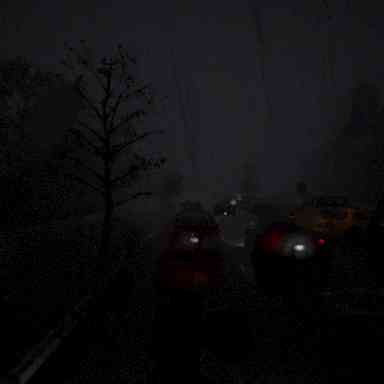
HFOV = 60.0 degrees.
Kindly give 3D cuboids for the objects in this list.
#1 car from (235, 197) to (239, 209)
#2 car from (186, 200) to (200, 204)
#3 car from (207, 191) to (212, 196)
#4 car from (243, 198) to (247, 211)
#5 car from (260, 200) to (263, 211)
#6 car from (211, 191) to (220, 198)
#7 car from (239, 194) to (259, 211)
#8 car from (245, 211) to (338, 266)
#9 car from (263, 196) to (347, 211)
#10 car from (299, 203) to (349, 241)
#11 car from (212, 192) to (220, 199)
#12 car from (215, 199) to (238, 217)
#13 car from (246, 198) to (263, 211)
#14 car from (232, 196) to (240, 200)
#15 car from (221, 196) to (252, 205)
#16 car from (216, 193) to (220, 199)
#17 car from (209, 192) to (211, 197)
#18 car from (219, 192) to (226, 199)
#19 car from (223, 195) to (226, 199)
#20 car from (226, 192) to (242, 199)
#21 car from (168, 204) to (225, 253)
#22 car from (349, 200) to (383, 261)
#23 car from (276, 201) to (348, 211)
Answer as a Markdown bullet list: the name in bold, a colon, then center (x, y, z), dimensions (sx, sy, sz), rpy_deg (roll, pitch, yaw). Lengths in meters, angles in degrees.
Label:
- **car**: center (8.076, 1.655, 40.356), dimensions (4.674, 1.452, 2.002), rpy_deg (1, 0, -20)
- **car**: center (0.102, 1.597, 34.389), dimensions (2.128, 1.511, 4.902), rpy_deg (0, 0, 0)
- **car**: center (8.056, 0.941, 94.313), dimensions (5.566, 2.045, 2.435), rpy_deg (1, 1, -20)
- **car**: center (8.076, 1.632, 34.356), dimensions (4.674, 1.452, 2.002), rpy_deg (1, 0, -20)
- **car**: center (8.046, 1.572, 25.339), dimensions (4.792, 1.488, 2.163), rpy_deg (1, 0, -20)
- **car**: center (8.049, 1.160, 85.372), dimensions (4.553, 1.767, 2.185), rpy_deg (1, 0, -20)
- **car**: center (8.106, 1.478, 37.367), dimensions (4.553, 1.767, 2.185), rpy_deg (1, 0, -20)
- **car**: center (3.094, 1.568, 11.546), dimensions (1.994, 1.385, 4.181), rpy_deg (0, 0, 0)
- **car**: center (8.052, 1.277, 22.337), dimensions (5.566, 2.045, 2.435), rpy_deg (1, 0, -20)
- **car**: center (8.245, 1.504, 16.418), dimensions (5.366, 1.575, 1.946), rpy_deg (1, 0, -20)
- **car**: center (8.051, 1.377, 79.383), dimensions (4.792, 1.488, 2.163), rpy_deg (1, 1, -20)
- **car**: center (3.103, 1.701, 33.106), dimensions (1.895, 1.301, 4.718), rpy_deg (0, 0, 0)
- **car**: center (8.066, 1.577, 31.356), dimensions (5.008, 1.535, 2.097), rpy_deg (1, -1, -20)
- **car**: center (8.100, 1.644, 43.381), dimensions (4.792, 1.488, 2.163), rpy_deg (1, 0, -20)
- **car**: center (8.247, 1.530, 61.454), dimensions (5.366, 1.575, 1.946), rpy_deg (1, 0, -20)
- **car**: center (8.050, 1.501, 67.378), dimensions (4.792, 1.488, 2.163), rpy_deg (1, 1, -20)
- **car**: center (8.071, 1.225, 91.348), dimensions (4.892, 1.521, 2.231), rpy_deg (1, 0, -20)
- **car**: center (8.052, 1.329, 55.360), dimensions (5.566, 2.045, 2.435), rpy_deg (1, 1, -20)
- **car**: center (7.903, 1.602, 49.307), dimensions (5.366, 1.575, 1.946), rpy_deg (1, 1, -20)
- **car**: center (8.103, 1.362, 46.379), dimensions (5.566, 2.045, 2.435), rpy_deg (1, 0, -20)
- **car**: center (0.096, 1.487, 13.723), dimensions (1.882, 1.535, 5.008), rpy_deg (0, 0, 0)
- **car**: center (8.099, 1.238, 10.367), dimensions (5.566, 2.045, 2.435), rpy_deg (1, 0, -20)
- **car**: center (7.898, 1.509, 19.284), dimensions (5.366, 1.575, 1.946), rpy_deg (1, 0, -20)
